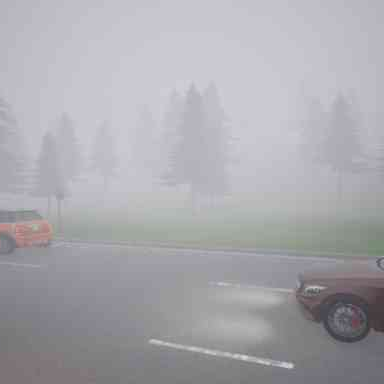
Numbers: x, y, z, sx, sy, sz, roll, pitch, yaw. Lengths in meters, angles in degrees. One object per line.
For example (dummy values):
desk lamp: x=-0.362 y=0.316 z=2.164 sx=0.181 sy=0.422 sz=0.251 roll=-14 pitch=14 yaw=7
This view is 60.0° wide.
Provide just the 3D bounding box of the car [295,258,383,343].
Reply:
car: x=4.079 y=1.545 z=5.255 sx=4.674 sy=1.442 sz=1.812 roll=0 pitch=0 yaw=21

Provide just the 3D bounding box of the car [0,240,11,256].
car: x=-5.463 y=1.553 z=5.178 sx=4.892 sy=1.490 sz=1.837 roll=-1 pitch=0 yaw=21

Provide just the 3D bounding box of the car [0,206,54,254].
car: x=-8.042 y=1.461 z=13.674 sx=4.553 sy=1.767 sz=2.097 roll=0 pitch=0 yaw=21
